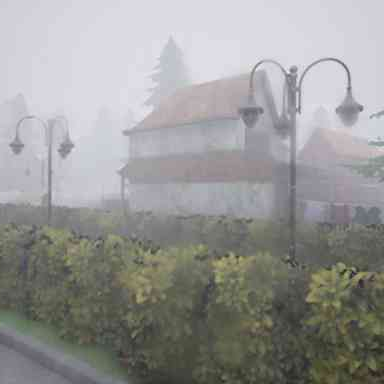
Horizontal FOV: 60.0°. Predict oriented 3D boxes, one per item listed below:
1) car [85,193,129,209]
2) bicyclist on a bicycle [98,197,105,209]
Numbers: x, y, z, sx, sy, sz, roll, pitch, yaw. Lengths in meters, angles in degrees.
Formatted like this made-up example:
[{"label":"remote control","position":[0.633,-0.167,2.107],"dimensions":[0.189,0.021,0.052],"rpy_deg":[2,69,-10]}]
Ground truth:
[{"label":"car","position":[-9.885,1.151,39.433],"dimensions":[2.150,2.045,5.566],"rpy_deg":[1,0,36]},{"label":"bicyclist on a bicycle","position":[-7.839,1.287,29.527],"dimensions":[1.656,1.620,0.582],"rpy_deg":[0,0,36]}]
